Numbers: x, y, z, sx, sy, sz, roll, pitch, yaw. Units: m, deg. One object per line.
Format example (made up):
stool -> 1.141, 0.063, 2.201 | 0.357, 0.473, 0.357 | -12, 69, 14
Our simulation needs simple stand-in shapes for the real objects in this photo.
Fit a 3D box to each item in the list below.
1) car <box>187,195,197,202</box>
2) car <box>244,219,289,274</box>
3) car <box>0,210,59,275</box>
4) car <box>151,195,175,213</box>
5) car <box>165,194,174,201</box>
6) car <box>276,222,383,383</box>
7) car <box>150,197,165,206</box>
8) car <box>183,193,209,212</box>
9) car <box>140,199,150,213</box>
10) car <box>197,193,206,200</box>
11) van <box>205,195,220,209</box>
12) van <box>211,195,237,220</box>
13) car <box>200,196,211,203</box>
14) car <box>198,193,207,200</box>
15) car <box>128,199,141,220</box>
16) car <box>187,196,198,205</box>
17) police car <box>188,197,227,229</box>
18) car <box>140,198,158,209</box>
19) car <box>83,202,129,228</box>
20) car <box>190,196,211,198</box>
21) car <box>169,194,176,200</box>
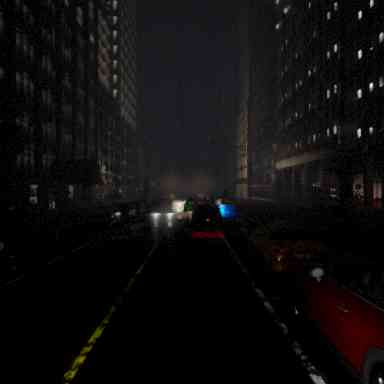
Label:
car -> 0.024, 1.316, 72.567 | 2.033, 1.411, 5.357 | 0, 0, 0
car -> 2.686, 1.512, 10.327 | 1.752, 1.417, 4.829 | -1, 0, 0
car -> -5.695, 1.427, 10.160 | 1.967, 1.590, 4.097 | -1, 0, 0
car -> -3.081, 1.458, 37.040 | 1.837, 1.490, 4.892 | 0, 0, 0
car -> -5.671, 1.333, 84.047 | 1.967, 1.590, 4.097 | -1, 0, 0
car -> 2.683, 1.434, 4.474 | 1.967, 1.590, 4.097 | -1, 0, 0
car -> -5.680, 1.481, 55.629 | 2.008, 1.369, 4.403 | -1, 0, 0
car -> 0.395, 1.305, 37.651 | 2.097, 1.767, 4.553 | 0, 0, 9
car -> -5.687, 1.504, 32.894 | 1.887, 1.381, 4.507 | -1, 0, 0
car -> 2.711, 1.193, 95.412 | 2.192, 1.841, 5.009 | -1, 0, 0
van -> 2.695, 1.286, 44.259 | 1.690, 1.788, 3.998 | -1, 0, 0
van -> 2.690, 1.307, 27.208 | 1.690, 1.788, 3.998 | -1, 0, 0
car -> 2.705, 1.466, 66.993 | 2.008, 1.369, 4.403 | -1, 0, 0
car -> 2.709, 1.200, 89.728 | 2.192, 1.841, 5.009 | -1, 0, 0
car -> -5.689, 1.532, 27.211 | 1.947, 1.339, 4.313 | -1, 0, 0
car -> 0.019, 1.453, 57.567 | 1.812, 1.442, 4.674 | 0, 0, 0
police car -> 0.907, 1.398, 21.664 | 1.930, 1.638, 5.238 | 0, 0, 0
car -> -5.683, 1.527, 44.262 | 1.802, 1.307, 4.206 | -1, 0, 0
car -> -5.691, 1.524, 21.527 | 2.008, 1.369, 4.403 | -1, 0, 0
car -> 0.910, 1.438, 31.555 | 1.882, 1.535, 5.008 | 0, 0, 0
car -> -5.667, 1.403, 95.245 | 1.752, 1.417, 4.829 | -1, 0, 0
